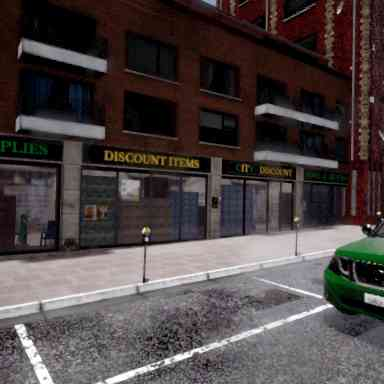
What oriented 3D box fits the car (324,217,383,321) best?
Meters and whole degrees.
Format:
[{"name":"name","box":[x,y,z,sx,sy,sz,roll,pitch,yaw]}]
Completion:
[{"name":"car","box":[4.925,1.228,6.479,5.566,2.045,2.150,0,0,-36]}]
